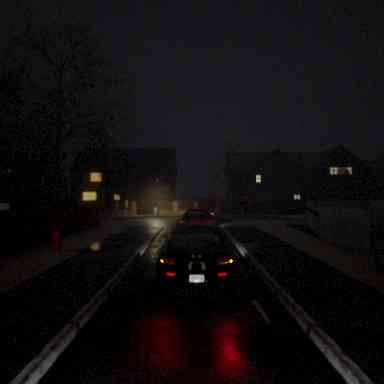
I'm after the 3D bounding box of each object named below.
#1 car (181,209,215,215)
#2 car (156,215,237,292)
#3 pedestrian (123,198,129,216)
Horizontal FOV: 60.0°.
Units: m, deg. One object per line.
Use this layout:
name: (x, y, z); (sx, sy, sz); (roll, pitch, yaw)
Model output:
car: (0.301, 1.648, 18.687); (1.994, 1.385, 4.181); (0, 0, 4)
car: (0.103, 1.566, 8.944); (1.812, 1.442, 4.674); (0, 0, 0)
pedestrian: (-6.707, 1.508, 33.588); (0.375, 1.860, 0.375); (0, -1, 1)
